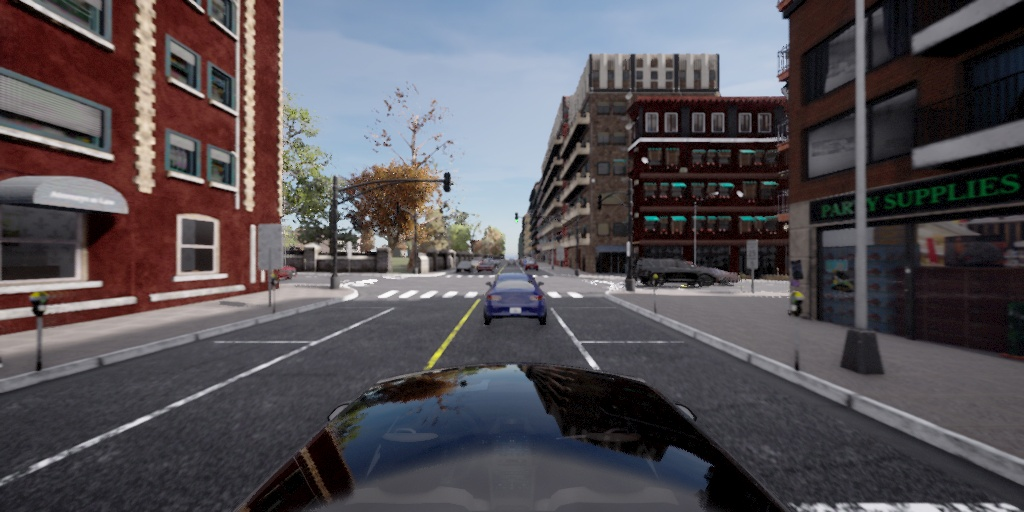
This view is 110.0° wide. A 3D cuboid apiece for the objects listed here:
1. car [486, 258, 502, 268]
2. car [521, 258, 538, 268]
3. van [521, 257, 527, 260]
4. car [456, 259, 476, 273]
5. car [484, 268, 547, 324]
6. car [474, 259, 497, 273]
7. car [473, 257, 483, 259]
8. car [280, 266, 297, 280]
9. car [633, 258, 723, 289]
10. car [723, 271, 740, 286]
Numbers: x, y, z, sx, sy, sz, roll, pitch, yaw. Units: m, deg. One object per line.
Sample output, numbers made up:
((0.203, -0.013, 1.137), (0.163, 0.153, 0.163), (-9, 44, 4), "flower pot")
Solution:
((-3.095, 1.391, 58.671), (1.895, 1.301, 4.718), (0, 0, 0), "car")
((2.661, 1.324, 49.444), (1.888, 1.381, 4.507), (0, 0, 0), "car")
((2.658, 1.126, 55.074), (1.690, 1.789, 3.998), (0, 0, 0), "van")
((-5.716, 1.337, 43.809), (1.948, 1.339, 4.313), (0, 0, 0), "car")
((0.093, 1.277, 11.805), (1.812, 1.442, 4.674), (0, 0, 0), "car")
((-3.118, 1.372, 43.201), (1.895, 1.301, 4.718), (0, 0, 0), "car")
((-5.722, 1.310, 54.900), (1.751, 1.417, 4.829), (0, 0, 0), "car")
((-17.943, 0.933, 25.373), (5.008, 1.535, 1.882), (2, 0, -1), "car")
((11.679, 1.218, 25.948), (5.566, 2.045, 2.150), (1, 0, 1), "car")
((15.263, 1.615, 28.908), (5.357, 1.411, 2.033), (1, 0, -1), "car")
